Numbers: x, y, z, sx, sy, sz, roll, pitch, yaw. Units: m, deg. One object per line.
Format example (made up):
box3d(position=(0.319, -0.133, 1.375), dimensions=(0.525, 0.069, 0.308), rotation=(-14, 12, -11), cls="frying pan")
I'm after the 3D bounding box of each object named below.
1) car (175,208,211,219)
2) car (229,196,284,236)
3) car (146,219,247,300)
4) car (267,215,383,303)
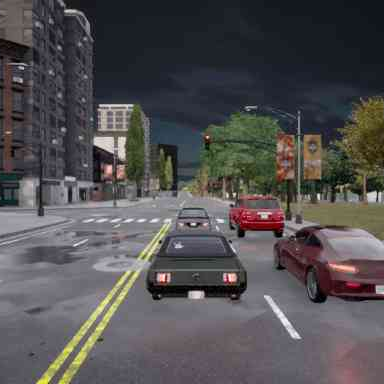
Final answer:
box3d(position=(0.060, 1.543, 17.916), dimensions=(2.033, 1.411, 5.357), rotation=(0, 0, 0), cls="car")
box3d(position=(3.309, 1.217, 17.877), dimensions=(2.150, 2.045, 5.566), rotation=(0, 0, 0), cls="car")
box3d(position=(0.081, 1.599, 8.324), dimensions=(1.895, 1.301, 4.718), rotation=(0, 0, 0), cls="car")
box3d(position=(3.334, 1.524, 8.065), dimensions=(1.812, 1.442, 4.674), rotation=(0, 0, 0), cls="car")
